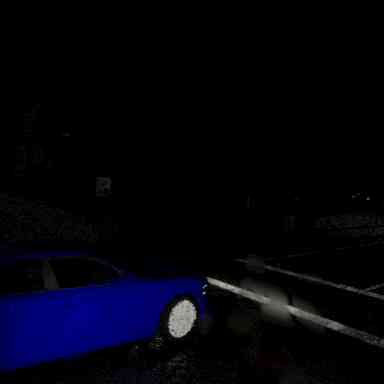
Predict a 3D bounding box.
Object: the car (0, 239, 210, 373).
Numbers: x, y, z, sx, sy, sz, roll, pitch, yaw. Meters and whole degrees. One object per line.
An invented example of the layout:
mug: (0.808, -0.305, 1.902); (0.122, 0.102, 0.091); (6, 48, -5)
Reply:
car: (-1.987, 1.453, 4.857); (5.008, 1.535, 1.882); (3, 0, -36)
